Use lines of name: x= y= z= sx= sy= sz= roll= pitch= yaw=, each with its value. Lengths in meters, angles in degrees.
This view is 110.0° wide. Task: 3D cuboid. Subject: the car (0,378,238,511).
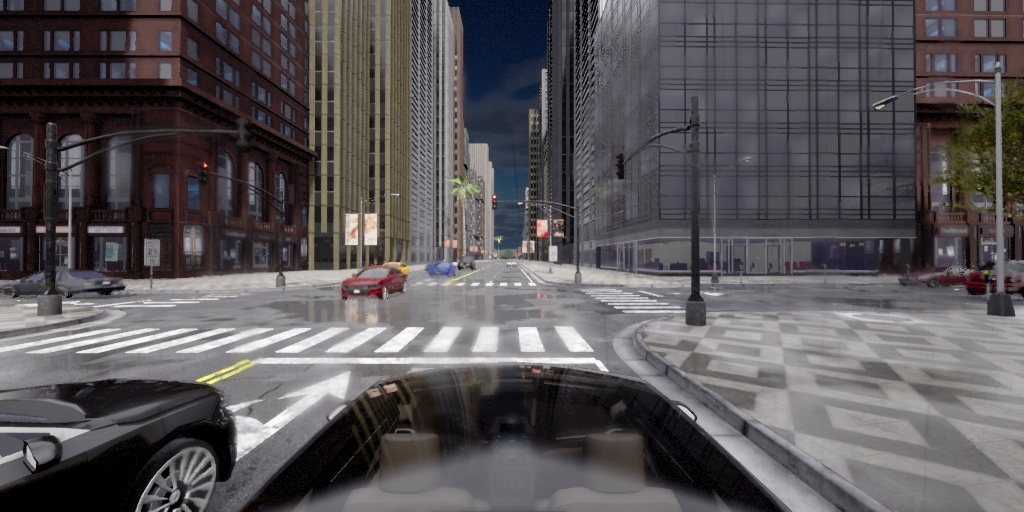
car: x=-3.138 y=1.241 z=0.952 sx=2.128 sy=1.511 sz=4.902 roll=0 pitch=0 yaw=-1

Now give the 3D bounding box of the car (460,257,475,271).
car: x=-6.692 y=1.104 z=53.149 sx=2.150 sy=2.045 sz=5.566 roll=0 pitch=0 yaw=0

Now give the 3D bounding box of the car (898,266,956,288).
car: x=26.426 y=1.276 z=22.052 sx=4.207 sy=1.307 sz=1.802 roll=0 pitch=0 yaw=-1

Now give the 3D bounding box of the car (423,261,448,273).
car: x=-9.937 y=1.405 z=46.945 sx=2.033 sy=1.411 sz=5.357 roll=0 pitch=0 yaw=0

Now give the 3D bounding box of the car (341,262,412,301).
car: x=-6.633 y=1.245 z=17.797 sx=1.882 sy=1.535 sz=5.008 roll=0 pitch=0 yaw=0

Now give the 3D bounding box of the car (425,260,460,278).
car: x=-6.665 y=1.295 z=34.852 sx=1.882 sy=1.535 sz=5.008 roll=0 pitch=0 yaw=0

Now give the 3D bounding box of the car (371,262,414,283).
car: x=-9.933 y=1.282 z=30.149 sx=1.882 sy=1.535 sz=5.008 roll=0 pitch=0 yaw=1

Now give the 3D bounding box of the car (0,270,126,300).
car: x=-22.779 y=1.405 z=18.170 sx=5.357 sy=1.411 sz=2.033 roll=0 pitch=0 yaw=5

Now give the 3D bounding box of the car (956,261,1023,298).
car: x=23.568 y=1.006 z=16.054 sx=4.553 sy=1.767 sz=2.097 roll=0 pitch=0 yaw=-1
